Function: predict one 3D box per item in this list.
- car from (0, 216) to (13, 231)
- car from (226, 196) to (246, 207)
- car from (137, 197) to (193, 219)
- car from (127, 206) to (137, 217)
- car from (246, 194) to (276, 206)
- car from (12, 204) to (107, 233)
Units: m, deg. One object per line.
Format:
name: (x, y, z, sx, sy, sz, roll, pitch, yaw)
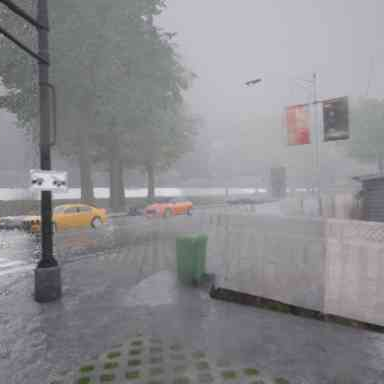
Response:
car: (-9.851, 1.726, 21.594, 1.895, 1.301, 4.718, -2, 0, 35)
car: (6.406, 1.238, 44.393, 1.895, 1.301, 4.718, -2, -1, 36)
car: (-1.889, 1.199, 27.210, 2.097, 1.767, 4.553, -2, 0, 36)
car: (-3.854, 1.500, 30.018, 1.994, 1.385, 4.181, -2, 0, 36)
car: (9.213, 1.029, 42.737, 1.837, 1.490, 4.892, -2, -1, 36)
car: (-7.353, 1.497, 19.508, 1.882, 1.535, 5.008, -2, 0, 35)
